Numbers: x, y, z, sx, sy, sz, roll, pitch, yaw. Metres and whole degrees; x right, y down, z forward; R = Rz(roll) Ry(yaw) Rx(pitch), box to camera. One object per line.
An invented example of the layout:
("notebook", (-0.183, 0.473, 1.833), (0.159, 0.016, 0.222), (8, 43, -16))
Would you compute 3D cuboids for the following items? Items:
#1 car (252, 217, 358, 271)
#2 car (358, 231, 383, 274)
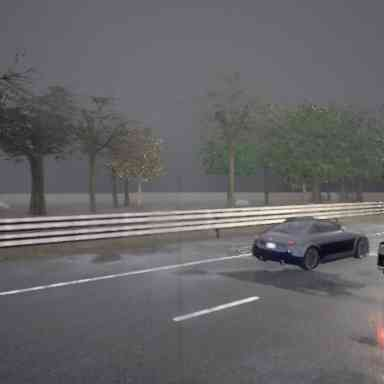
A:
("car", (3.935, 1.521, 10.851), (4.181, 1.385, 1.994), (0, 0, -36))
("car", (6.610, 1.445, 8.463), (4.902, 1.511, 2.128), (0, 0, -36))
